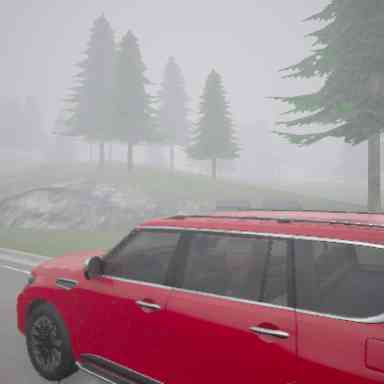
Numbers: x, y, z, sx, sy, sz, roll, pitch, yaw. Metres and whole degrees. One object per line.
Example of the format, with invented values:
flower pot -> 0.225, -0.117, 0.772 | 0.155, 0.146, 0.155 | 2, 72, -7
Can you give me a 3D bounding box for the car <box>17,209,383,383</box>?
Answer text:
car -> 0.301, 1.222, 3.777 | 5.566, 2.045, 2.150 | 0, 0, 36
